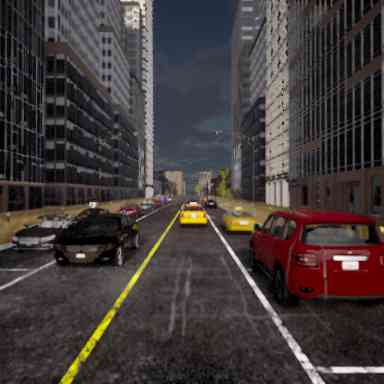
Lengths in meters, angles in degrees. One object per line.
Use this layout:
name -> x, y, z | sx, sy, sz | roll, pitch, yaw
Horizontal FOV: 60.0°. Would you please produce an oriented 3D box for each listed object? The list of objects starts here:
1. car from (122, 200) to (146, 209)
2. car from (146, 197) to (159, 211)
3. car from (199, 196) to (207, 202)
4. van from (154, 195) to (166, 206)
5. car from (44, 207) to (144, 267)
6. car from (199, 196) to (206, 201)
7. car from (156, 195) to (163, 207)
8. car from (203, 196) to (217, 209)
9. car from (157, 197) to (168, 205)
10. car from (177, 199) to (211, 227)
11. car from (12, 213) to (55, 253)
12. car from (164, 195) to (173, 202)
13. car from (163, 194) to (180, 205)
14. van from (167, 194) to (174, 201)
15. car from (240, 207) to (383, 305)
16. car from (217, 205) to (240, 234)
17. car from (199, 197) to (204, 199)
car -> -5.684, 1.657, 30.827 | 1.802, 1.307, 4.206 | 0, 0, 0
car -> -5.683, 1.649, 42.213 | 2.008, 1.369, 4.403 | 0, 0, 0
car -> 2.701, 1.749, 82.043 | 1.802, 1.307, 4.206 | 0, 0, 0
van -> -5.681, 1.472, 59.290 | 1.690, 1.788, 3.998 | 0, 0, 0
car -> -3.099, 1.509, 11.750 | 1.882, 1.535, 5.008 | 0, 0, 0
car -> 2.702, 1.701, 87.905 | 1.752, 1.417, 4.829 | 0, 0, 0
car -> -5.682, 1.665, 53.597 | 1.887, 1.381, 4.507 | 0, 0, 0
car -> 2.698, 1.675, 47.891 | 1.947, 1.339, 4.313 | 0, 0, 0
car -> -5.681, 1.723, 64.982 | 1.802, 1.307, 4.206 | 0, 0, 0
car -> 0.102, 1.514, 23.444 | 1.801, 1.575, 5.366 | 0, 0, 0
car -> -5.686, 1.587, 13.751 | 2.008, 1.369, 4.403 | 0, 0, 0
car -> -5.679, 1.608, 82.058 | 1.967, 1.590, 4.097 | 0, 0, 0
car -> -2.995, 1.088, 52.490 | 2.097, 1.767, 4.553 | 0, 0, 0
van -> -5.678, 1.517, 87.751 | 1.690, 1.788, 3.998 | 0, 0, 0
car -> 2.695, 1.337, 8.047 | 2.192, 1.841, 5.009 | 0, 0, 0
car -> 2.695, 1.575, 19.600 | 1.752, 1.417, 4.829 | 0, 0, 0
car -> 0.104, 1.661, 42.174 | 1.994, 1.385, 4.181 | 0, 0, 0
